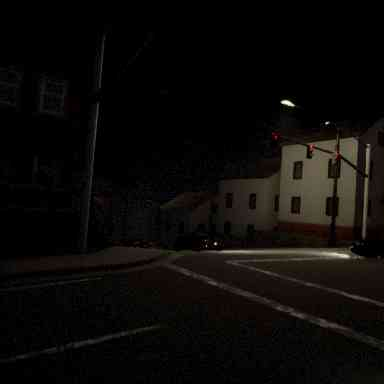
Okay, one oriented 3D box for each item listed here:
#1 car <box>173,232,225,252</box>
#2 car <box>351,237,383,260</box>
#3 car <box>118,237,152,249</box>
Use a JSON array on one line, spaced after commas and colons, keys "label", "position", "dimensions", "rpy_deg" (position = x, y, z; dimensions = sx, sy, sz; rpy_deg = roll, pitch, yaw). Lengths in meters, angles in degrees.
[{"label": "car", "position": [0.405, 3.529, 23.630], "dimensions": [1.994, 1.385, 4.181], "rpy_deg": [6, -12, -35]}, {"label": "car", "position": [10.632, 2.901, 17.317], "dimensions": [4.181, 1.385, 1.994], "rpy_deg": [3, -3, 22]}, {"label": "car", "position": [-5.658, 5.108, 31.985], "dimensions": [1.882, 1.535, 5.008], "rpy_deg": [6, -16, -35]}]
